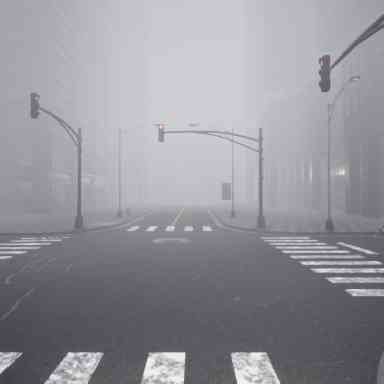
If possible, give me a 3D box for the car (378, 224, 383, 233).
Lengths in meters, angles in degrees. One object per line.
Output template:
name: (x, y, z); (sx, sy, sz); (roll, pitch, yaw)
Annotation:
car: (11.753, 1.564, 16.181); (4.829, 1.417, 1.752); (0, -1, 0)
